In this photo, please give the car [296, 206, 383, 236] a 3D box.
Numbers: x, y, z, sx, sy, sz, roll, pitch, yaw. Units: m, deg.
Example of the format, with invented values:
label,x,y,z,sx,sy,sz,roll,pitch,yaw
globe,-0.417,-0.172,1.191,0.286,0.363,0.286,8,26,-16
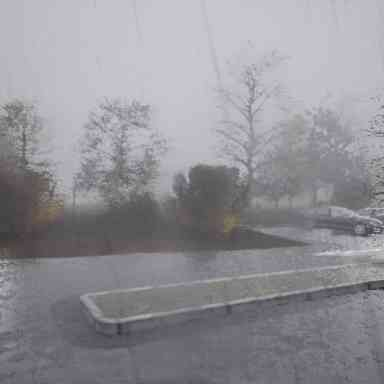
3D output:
label,x,y,z,sx,sy,sz,roll,pitch,yaw
car,8.730,1.635,19.954,4.892,1.521,2.231,2,0,41
